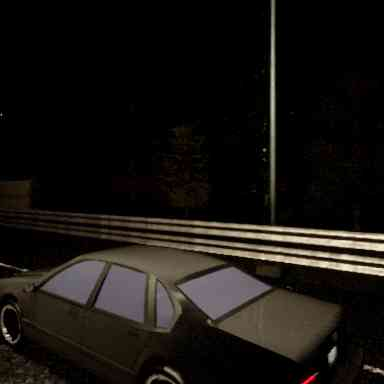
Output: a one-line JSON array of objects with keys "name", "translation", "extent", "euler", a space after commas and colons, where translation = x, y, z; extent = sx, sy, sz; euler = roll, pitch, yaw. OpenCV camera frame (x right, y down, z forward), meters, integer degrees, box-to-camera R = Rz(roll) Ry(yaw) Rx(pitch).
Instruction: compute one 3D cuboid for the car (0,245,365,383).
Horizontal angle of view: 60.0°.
[{"name": "car", "translation": [-0.748, 1.472, 4.463], "extent": [5.357, 1.411, 2.033], "euler": [0, 0, 38]}]
